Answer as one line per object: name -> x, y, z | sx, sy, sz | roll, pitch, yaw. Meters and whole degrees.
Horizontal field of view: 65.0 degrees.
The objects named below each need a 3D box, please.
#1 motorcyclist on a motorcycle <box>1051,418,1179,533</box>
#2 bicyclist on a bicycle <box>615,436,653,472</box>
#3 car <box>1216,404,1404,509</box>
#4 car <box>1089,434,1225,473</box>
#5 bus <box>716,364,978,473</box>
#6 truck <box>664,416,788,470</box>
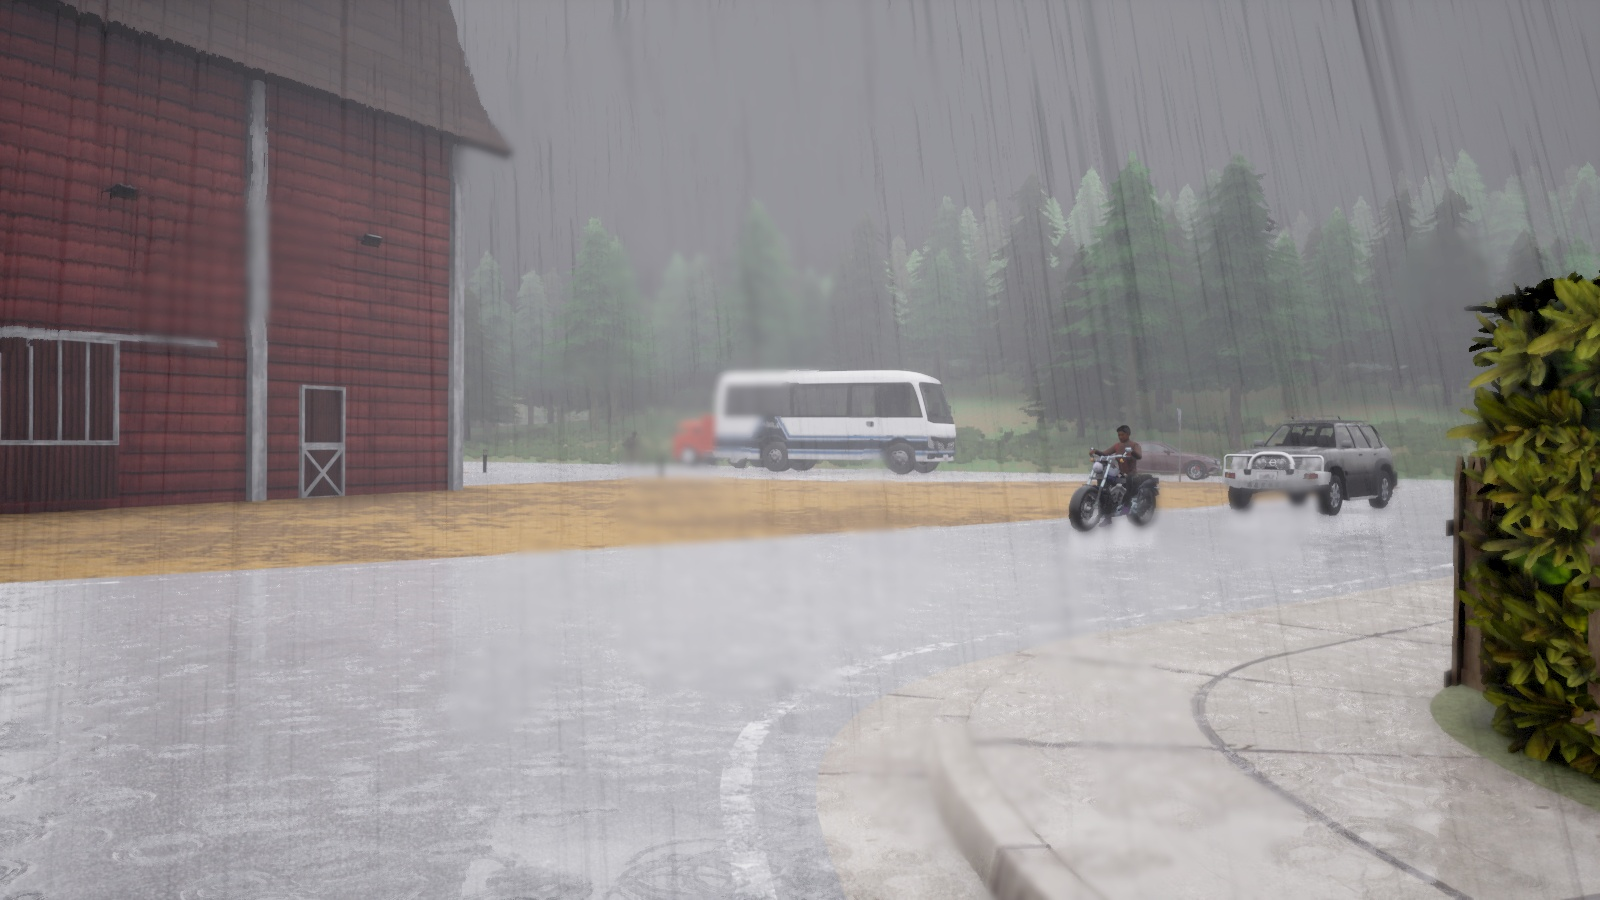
motorcyclist on a motorcycle -> 4.800, 0.343, 19.024 | 0.766, 1.649, 2.350 | 0, 1, 45
bicyclist on a bicycle -> -7.589, 0.164, 57.433 | 1.656, 1.620, 0.582 | 0, 1, 26
car -> 10.045, 0.085, 24.535 | 1.932, 1.855, 4.605 | 0, 1, 42
car -> 13.419, 0.125, 47.281 | 4.674, 1.442, 1.812 | 0, 1, 26
bus -> 1.927, -1.216, 52.817 | 10.273, 4.253, 3.944 | 0, 1, 26
truck -> -3.477, -0.328, 59.326 | 5.204, 2.467, 2.627 | 0, 1, 26
